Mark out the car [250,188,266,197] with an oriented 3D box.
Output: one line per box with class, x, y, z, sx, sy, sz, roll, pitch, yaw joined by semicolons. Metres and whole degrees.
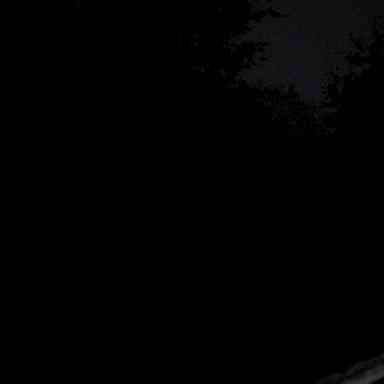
car;7.665;-0.121;40.774;2.163;1.488;4.792;5;3;36
